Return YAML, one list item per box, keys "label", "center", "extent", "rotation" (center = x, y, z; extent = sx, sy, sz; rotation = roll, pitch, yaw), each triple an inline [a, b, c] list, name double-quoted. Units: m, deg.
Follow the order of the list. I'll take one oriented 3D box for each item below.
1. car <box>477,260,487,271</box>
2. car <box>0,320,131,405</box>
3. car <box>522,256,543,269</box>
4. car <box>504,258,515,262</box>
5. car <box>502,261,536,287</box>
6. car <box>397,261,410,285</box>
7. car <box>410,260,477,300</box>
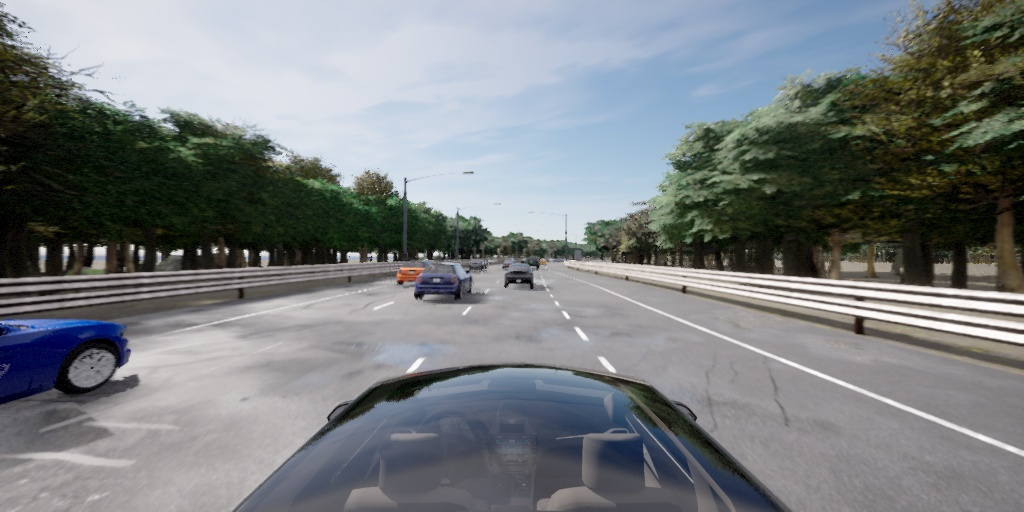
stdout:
- label: "car"
  center: [-4.660, 1.273, 49.471]
  extent: [2.128, 1.511, 4.902]
  rotation: [0, 0, 6]
- label: "car"
  center: [-6.981, 1.195, 3.574]
  extent: [1.882, 1.535, 5.008]
  rotation: [0, 0, 0]
- label: "car"
  center: [3.445, 1.071, 59.336]
  extent: [2.150, 2.045, 5.566]
  rotation: [0, 0, 7]
- label: "car"
  center: [-0.366, 1.371, 56.844]
  extent: [2.033, 1.411, 5.357]
  rotation: [0, 0, 7]
- label: "car"
  center: [0.530, 1.272, 24.421]
  extent: [1.837, 1.490, 4.892]
  rotation: [0, 0, 3]
- label: "car"
  center: [-6.434, 1.084, 25.471]
  extent: [2.097, 1.767, 4.553]
  rotation: [0, 0, 3]
- label: "car"
  center: [-3.245, 1.095, 17.925]
  extent: [2.097, 1.767, 4.553]
  rotation: [0, 0, 2]
